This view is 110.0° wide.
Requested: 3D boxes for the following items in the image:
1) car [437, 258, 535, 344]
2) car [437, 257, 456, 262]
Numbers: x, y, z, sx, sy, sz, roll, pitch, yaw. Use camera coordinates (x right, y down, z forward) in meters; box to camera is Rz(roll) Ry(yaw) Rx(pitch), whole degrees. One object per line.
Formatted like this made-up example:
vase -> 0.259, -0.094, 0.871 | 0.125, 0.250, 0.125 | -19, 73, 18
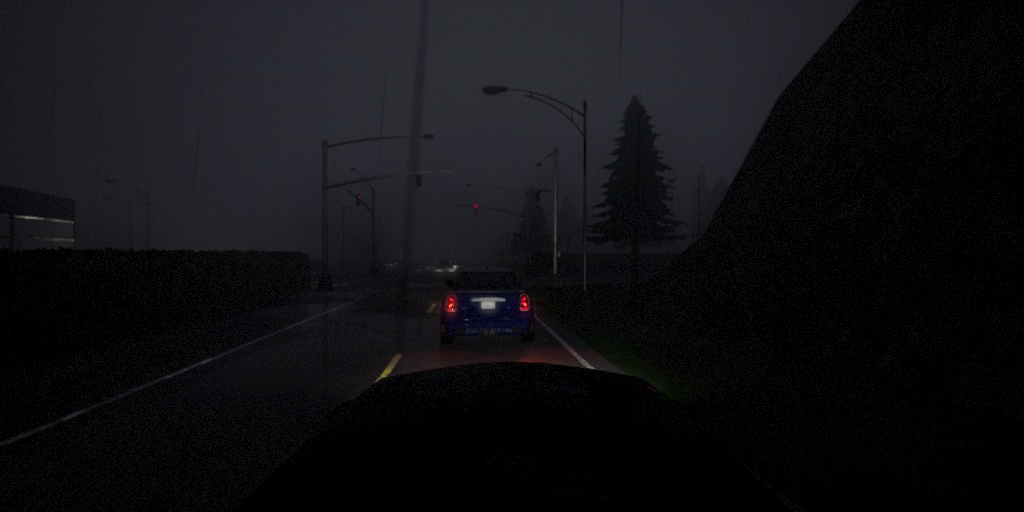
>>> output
car -> -0.736, 1.063, 9.751 | 2.097, 1.767, 4.553 | 0, 0, -6
car -> -9.060, 0.872, 48.960 | 2.097, 1.767, 4.553 | 0, 0, -7
